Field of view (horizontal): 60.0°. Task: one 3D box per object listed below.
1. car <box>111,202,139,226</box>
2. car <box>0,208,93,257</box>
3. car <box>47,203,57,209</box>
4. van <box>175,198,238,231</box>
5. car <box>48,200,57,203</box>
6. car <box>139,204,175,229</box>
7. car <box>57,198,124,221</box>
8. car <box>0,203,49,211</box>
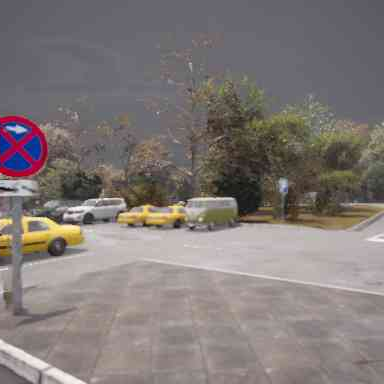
[{"bbox_3d":[-3.077,1.684,24.739,1.946,1.575,5.366,-2,-1,35],"label":"car"},{"bbox_3d":[-6.400,1.592,11.632,1.946,1.575,5.366,-1,-1,35],"label":"car"},{"bbox_3d":[-10.158,1.903,29.456,2.231,1.521,4.892,-2,-1,35],"label":"car"},{"bbox_3d":[1.211,1.359,21.361,1.878,1.987,4.442,-1,-1,35],"label":"van"},{"bbox_3d":[-12.368,1.731,30.964,2.435,2.045,5.566,-2,-1,35],"label":"car"},{"bbox_3d":[-0.899,1.631,23.210,1.946,1.575,5.366,-1,-1,35],"label":"car"},{"bbox_3d":[-7.884,1.570,27.849,2.435,2.045,5.566,-2,-1,35],"label":"car"},{"bbox_3d":[-8.667,1.520,13.485,2.185,1.767,4.553,-1,-1,35],"label":"car"}]
